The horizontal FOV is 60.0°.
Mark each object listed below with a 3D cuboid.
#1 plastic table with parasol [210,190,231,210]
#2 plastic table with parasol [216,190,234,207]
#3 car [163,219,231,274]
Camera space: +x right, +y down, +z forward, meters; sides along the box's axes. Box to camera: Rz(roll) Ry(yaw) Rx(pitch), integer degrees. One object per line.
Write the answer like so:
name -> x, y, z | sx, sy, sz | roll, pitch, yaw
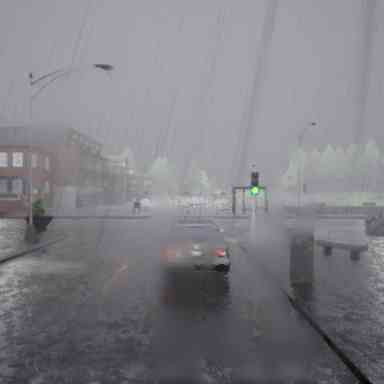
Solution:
plastic table with parasol -> 3.582, 0.994, 42.419 | 2.482, 2.480, 2.482 | 0, 0, 0
plastic table with parasol -> 4.992, 1.008, 51.049 | 2.482, 2.480, 2.482 | 0, 0, 0
car -> 0.089, 1.565, 10.610 | 2.033, 1.411, 5.357 | 0, 0, -1
